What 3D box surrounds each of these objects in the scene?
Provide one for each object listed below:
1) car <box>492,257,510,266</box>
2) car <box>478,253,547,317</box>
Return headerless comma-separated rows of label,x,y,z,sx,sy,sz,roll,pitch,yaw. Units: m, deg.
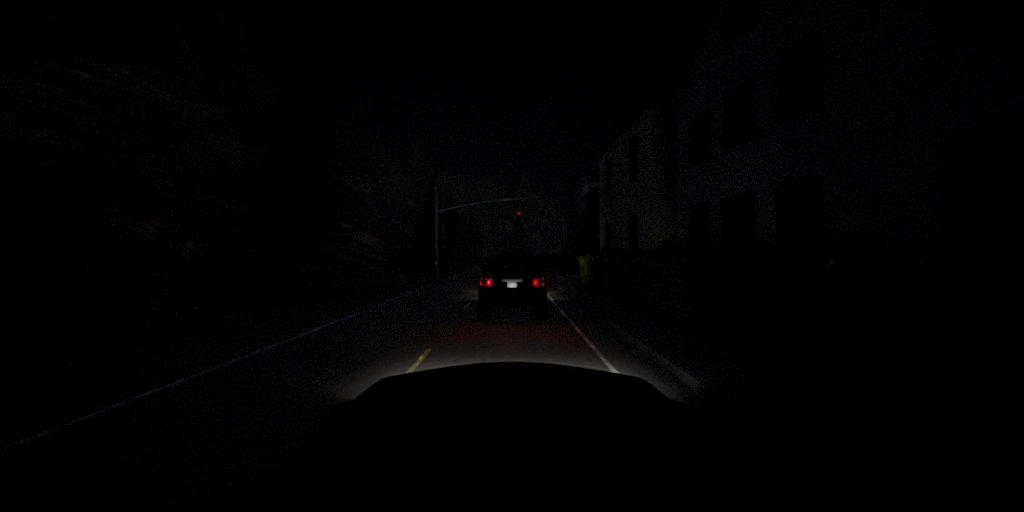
car,-1.999,1.011,64.946,1.837,1.490,4.892,0,0,16
car,0.052,0.928,13.094,2.150,2.045,5.566,0,0,1
